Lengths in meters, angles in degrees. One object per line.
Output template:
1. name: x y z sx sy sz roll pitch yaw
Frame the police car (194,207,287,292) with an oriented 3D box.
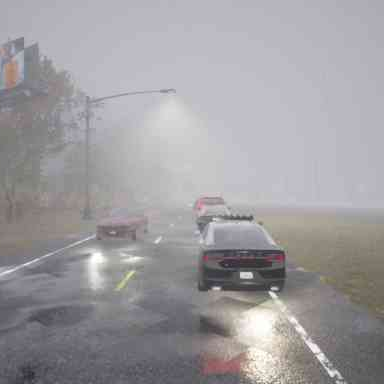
1. police car: 1.097 1.438 9.113 1.930 1.638 5.238 0 0 1

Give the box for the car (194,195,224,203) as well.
1. car: 1.436 1.304 24.978 2.150 2.045 5.566 0 0 2

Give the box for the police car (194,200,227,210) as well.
1. police car: 1.273 1.473 19.079 1.930 1.638 5.238 0 0 1

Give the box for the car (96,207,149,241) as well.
1. car: -3.413 1.518 17.113 1.882 1.535 5.008 0 0 1

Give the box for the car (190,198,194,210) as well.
1. car: 1.332 1.598 46.089 2.097 1.767 4.553 0 -1 4

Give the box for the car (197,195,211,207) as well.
1. car: 2.227 1.597 60.092 2.150 2.045 5.566 0 -1 4
